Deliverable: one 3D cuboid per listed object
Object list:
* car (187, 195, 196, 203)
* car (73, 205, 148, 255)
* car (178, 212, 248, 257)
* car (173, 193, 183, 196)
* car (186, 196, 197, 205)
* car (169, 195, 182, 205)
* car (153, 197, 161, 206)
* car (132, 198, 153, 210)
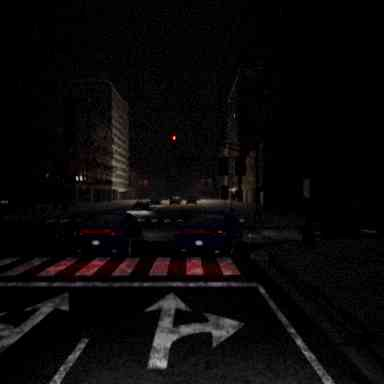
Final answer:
[{"bbox_3d":[-0.062,1.558,73.919,1.882,1.535,5.008,0,0,0],"label":"car"},{"bbox_3d":[-3.176,1.517,13.469,1.882,1.535,5.008,0,0,0],"label":"car"},{"bbox_3d":[0.958,1.518,13.332,1.882,1.535,5.008,-1,0,17],"label":"car"},{"bbox_3d":[-3.312,1.305,73.947,2.150,2.045,5.566,0,0,0],"label":"car"},{"bbox_3d":[-0.053,1.534,63.886,2.097,1.767,4.553,0,0,0],"label":"car"},{"bbox_3d":[-3.303,1.783,63.942,1.895,1.301,4.718,0,0,0],"label":"car"},{"bbox_3d":[-6.588,1.698,60.258,1.812,1.442,4.674,0,0,0],"label":"car"},{"bbox_3d":[-6.627,1.728,43.510,1.895,1.301,4.718,0,0,0],"label":"car"}]
